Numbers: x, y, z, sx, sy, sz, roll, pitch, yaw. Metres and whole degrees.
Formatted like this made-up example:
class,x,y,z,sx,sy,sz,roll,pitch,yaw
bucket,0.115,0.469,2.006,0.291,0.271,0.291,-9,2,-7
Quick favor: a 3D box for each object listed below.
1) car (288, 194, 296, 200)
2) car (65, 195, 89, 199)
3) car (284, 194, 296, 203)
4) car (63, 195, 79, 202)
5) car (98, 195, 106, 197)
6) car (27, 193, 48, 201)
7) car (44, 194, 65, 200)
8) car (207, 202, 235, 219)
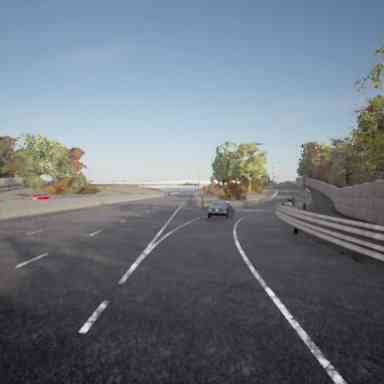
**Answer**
class,x,y,z,sx,sy,sz,roll,pitch,yaw
car,26.295,1.291,87.684,1.895,1.301,4.718,0,4,19
car,-21.036,1.548,61.158,1.994,1.385,4.181,0,0,0
car,22.792,1.799,78.174,1.837,1.490,4.892,0,3,20
car,-28.033,1.476,77.146,1.882,1.535,5.008,0,0,0
car,-21.033,1.499,77.308,1.837,1.490,4.892,0,0,0
car,-28.029,1.209,60.962,2.150,2.045,5.566,0,0,0
car,-24.529,1.532,61.072,2.033,1.411,5.357,0,0,0
car,2.670,1.599,29.615,2.033,1.411,5.357,2,-1,14
